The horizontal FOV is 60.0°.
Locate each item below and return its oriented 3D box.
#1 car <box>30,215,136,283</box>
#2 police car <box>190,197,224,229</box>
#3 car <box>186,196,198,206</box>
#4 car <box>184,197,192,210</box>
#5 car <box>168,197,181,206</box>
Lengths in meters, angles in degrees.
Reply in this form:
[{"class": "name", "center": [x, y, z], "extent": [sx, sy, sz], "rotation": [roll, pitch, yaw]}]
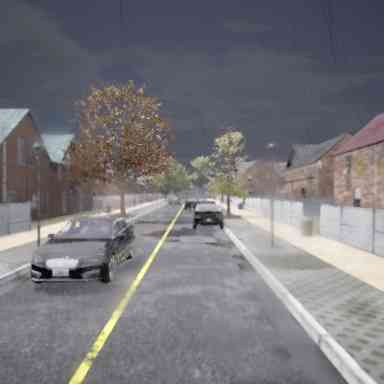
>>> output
[{"class": "car", "center": [-2.845, 1.477, 9.656], "extent": [2.128, 1.511, 4.902], "rotation": [0, 0, 0]}, {"class": "police car", "center": [0.971, 1.397, 21.582], "extent": [1.930, 1.638, 5.238], "rotation": [0, 0, 0]}, {"class": "car", "center": [0.021, 1.468, 54.695], "extent": [1.812, 1.442, 4.674], "rotation": [0, 0, 0]}, {"class": "car", "center": [0.044, 1.429, 41.794], "extent": [1.882, 1.535, 5.008], "rotation": [0, 0, 1]}, {"class": "car", "center": [-2.787, 1.468, 53.017], "extent": [1.812, 1.442, 4.674], "rotation": [0, 0, 0]}]
